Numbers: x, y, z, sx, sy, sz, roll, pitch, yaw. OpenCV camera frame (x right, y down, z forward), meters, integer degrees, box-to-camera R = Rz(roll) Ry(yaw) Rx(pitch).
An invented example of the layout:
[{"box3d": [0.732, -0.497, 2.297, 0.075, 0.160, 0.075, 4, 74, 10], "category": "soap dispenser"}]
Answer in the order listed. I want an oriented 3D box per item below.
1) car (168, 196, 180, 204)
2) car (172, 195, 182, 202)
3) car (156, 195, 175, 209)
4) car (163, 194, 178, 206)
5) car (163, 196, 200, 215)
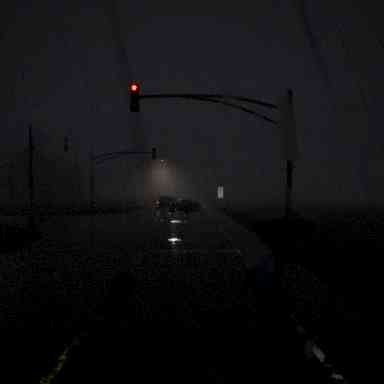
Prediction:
[{"box3d": [-3.358, 1.465, 62.632, 1.812, 1.442, 4.674, 0, 0, 1], "category": "car"}, {"box3d": [-3.264, 1.470, 72.568, 1.994, 1.385, 4.181, 0, 0, 0], "category": "car"}, {"box3d": [-3.449, 1.320, 43.560, 2.097, 1.767, 4.553, 0, 0, 0], "category": "car"}, {"box3d": [-3.416, 1.306, 52.996, 2.097, 1.767, 4.553, 0, 0, 0], "category": "car"}, {"box3d": [-0.711, 1.472, 34.545, 2.128, 1.511, 4.902, 1, 0, 22], "category": "car"}]
